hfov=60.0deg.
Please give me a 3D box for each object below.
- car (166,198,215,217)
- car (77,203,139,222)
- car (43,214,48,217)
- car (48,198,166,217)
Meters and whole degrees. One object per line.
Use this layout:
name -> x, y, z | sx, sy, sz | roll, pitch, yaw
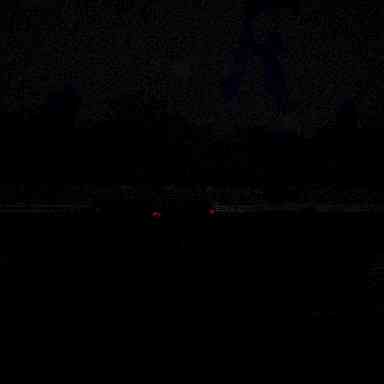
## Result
car -> -1.233, 1.424, 21.868 | 5.566, 2.045, 2.150 | 0, -1, -8
car -> -6.994, 1.739, 28.128 | 4.892, 1.490, 1.837 | 0, -1, -8
car -> -8.689, 1.754, 24.357 | 4.181, 1.385, 1.994 | 0, -1, -8
car -> -4.381, 1.371, 17.894 | 5.566, 2.045, 2.150 | 0, -1, -8
